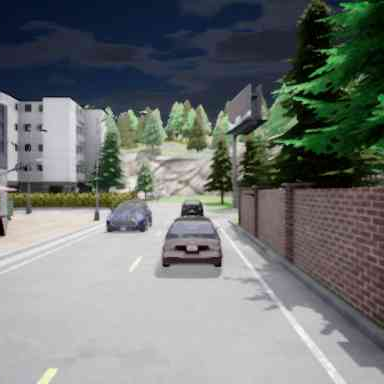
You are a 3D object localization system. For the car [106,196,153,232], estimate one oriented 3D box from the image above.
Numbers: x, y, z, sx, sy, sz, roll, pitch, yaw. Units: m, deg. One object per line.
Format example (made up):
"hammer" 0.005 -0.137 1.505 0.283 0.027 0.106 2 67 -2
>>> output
"car" -3.551 1.323 19.557 2.097 1.767 4.553 0 0 0

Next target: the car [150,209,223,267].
"car" 0.021 1.531 11.340 2.033 1.411 5.357 0 0 1

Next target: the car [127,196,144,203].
"car" -11.547 1.456 67.767 1.994 1.385 4.181 0 0 -34

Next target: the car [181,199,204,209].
"car" 0.038 1.378 29.719 1.882 1.535 5.008 0 0 1
